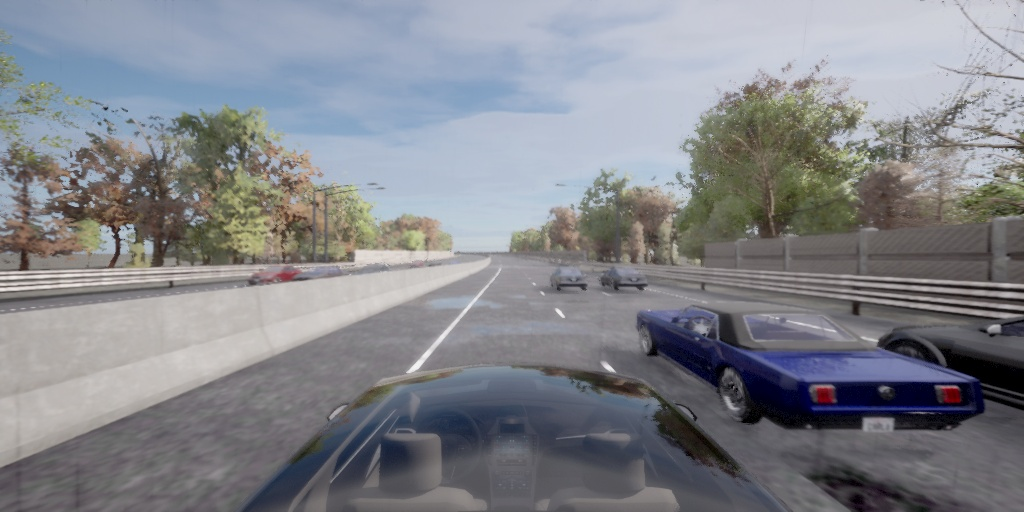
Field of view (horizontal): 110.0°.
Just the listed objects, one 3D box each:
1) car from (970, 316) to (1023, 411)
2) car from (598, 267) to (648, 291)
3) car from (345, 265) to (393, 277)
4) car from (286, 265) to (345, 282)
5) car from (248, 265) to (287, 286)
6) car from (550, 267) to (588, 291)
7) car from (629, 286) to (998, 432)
[{"bbox_3d":[7.081,1.332,4.260,1.994,1.385,4.181,0,0,0],"label":"car"},{"bbox_3d":[7.082,1.437,23.282,2.033,1.411,5.357,0,0,0],"label":"car"},{"bbox_3d":[-10.614,1.422,27.649,1.837,1.490,4.892,0,0,0],"label":"car"},{"bbox_3d":[-14.115,1.461,26.946,2.033,1.411,5.357,0,0,0],"label":"car"},{"bbox_3d":[-17.615,1.440,27.106,1.812,1.442,4.674,0,0,0],"label":"car"},{"bbox_3d":[3.582,1.437,23.271,2.033,1.411,5.357,0,0,0],"label":"car"},{"bbox_3d":[3.584,1.377,5.719,1.895,1.301,4.718,0,0,0],"label":"car"}]
